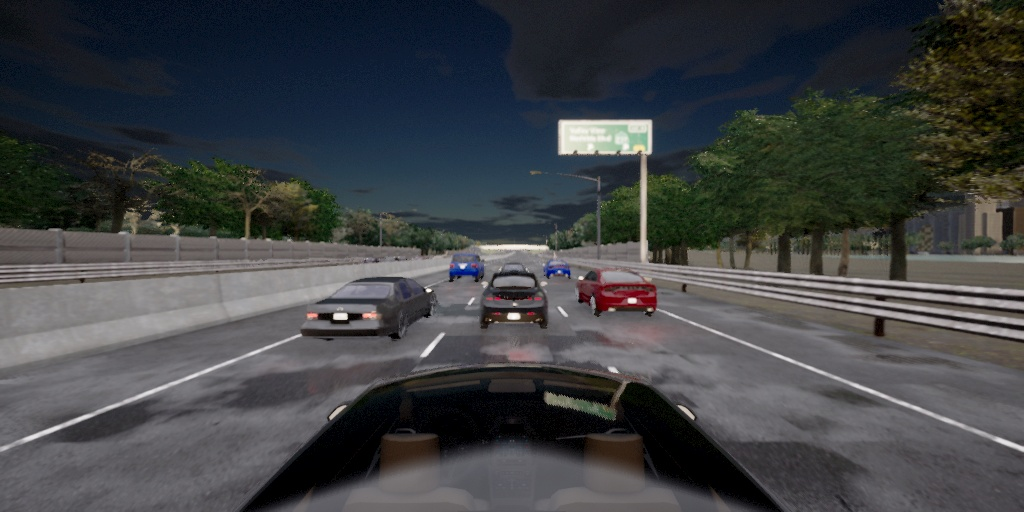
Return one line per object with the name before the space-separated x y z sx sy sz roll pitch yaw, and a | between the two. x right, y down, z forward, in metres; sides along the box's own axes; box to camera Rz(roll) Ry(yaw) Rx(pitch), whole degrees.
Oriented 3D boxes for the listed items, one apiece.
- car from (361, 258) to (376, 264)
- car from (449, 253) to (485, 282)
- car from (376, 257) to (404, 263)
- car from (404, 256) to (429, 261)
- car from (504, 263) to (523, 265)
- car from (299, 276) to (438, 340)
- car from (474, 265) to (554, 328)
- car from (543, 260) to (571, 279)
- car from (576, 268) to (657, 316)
car | -20.771 0.988 53.153 1.994 1.385 4.181 0 0 1
car | -3.360 0.820 27.321 2.150 2.045 5.566 0 1 1
car | -17.305 0.941 51.467 1.837 1.490 4.892 0 0 1
car | -13.791 0.994 52.373 1.994 1.385 4.181 0 0 1
car | 0.104 1.161 24.724 2.033 1.411 5.357 0 0 1
car | -3.445 1.255 9.763 2.033 1.411 5.357 0 0 1
car | 0.070 1.206 11.208 1.837 1.490 4.892 0 1 1
car | 3.669 1.056 29.941 1.882 1.535 5.008 0 0 1
car | 3.587 1.166 13.113 1.882 1.535 5.008 0 0 1
